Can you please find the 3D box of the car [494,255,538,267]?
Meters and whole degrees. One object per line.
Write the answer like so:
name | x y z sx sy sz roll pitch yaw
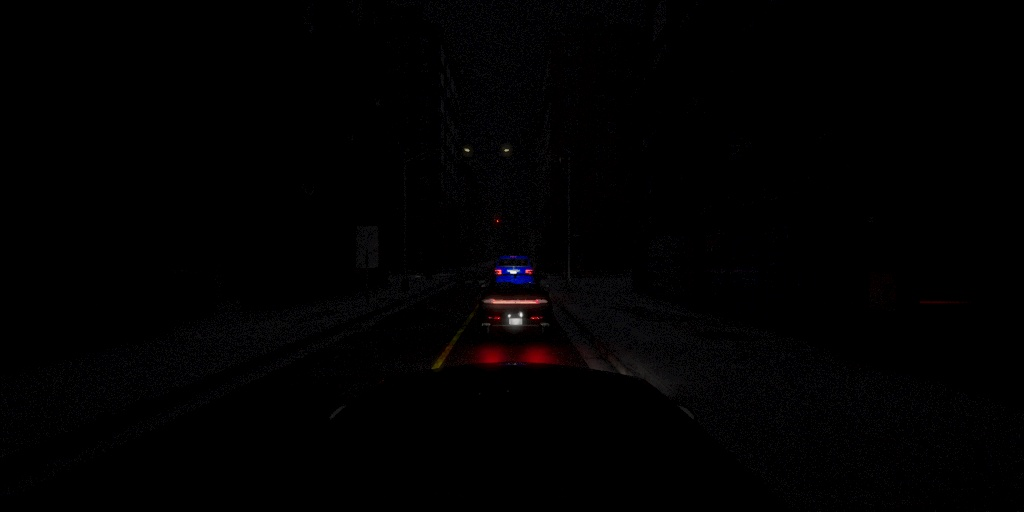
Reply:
car | 0.102 0.971 20.693 2.150 2.045 5.566 0 0 1

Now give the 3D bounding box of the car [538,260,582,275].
car | 4.978 1.220 38.805 5.008 1.535 1.882 0 1 18

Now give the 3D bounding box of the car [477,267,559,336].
car | 0.098 1.241 10.381 2.128 1.511 4.902 0 0 0

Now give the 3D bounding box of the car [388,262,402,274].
car | -14.660 1.288 40.352 4.313 1.339 1.948 0 0 0
